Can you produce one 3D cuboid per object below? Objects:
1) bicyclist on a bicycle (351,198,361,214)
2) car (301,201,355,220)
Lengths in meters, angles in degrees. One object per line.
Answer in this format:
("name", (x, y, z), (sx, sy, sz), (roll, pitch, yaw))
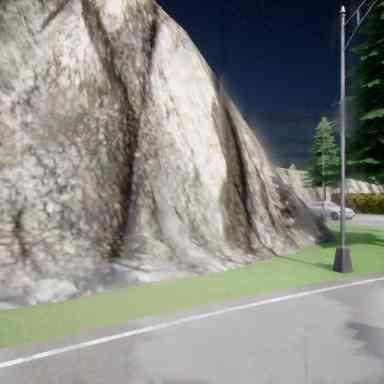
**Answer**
("bicyclist on a bicycle", (16.458, 1.453, 33.365), (1.656, 1.620, 0.582), (0, 0, -28))
("car", (11.287, 1.526, 27.983), (1.812, 1.442, 4.674), (0, 0, -28))
